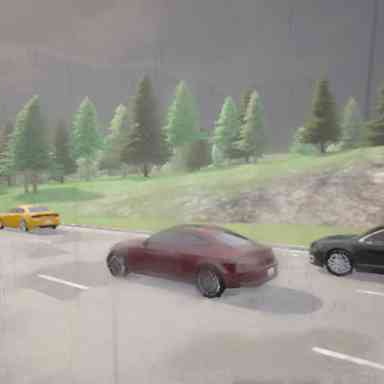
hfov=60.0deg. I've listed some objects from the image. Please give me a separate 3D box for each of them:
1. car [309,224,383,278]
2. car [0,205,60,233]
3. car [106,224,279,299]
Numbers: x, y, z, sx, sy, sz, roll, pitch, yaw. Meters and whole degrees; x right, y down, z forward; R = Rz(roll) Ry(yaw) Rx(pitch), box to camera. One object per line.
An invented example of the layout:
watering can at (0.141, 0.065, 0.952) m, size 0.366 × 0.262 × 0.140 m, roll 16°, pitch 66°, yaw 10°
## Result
car at (5.583, 1.511, 8.621) m, size 4.892 × 1.490 × 1.837 m, roll 0°, pitch 0°, yaw 36°
car at (-10.110, 1.545, 20.440) m, size 5.008 × 1.535 × 1.882 m, roll 0°, pitch 0°, yaw 38°
car at (-0.167, 1.544, 8.475) m, size 4.674 × 1.442 × 1.812 m, roll 0°, pitch 0°, yaw 36°
